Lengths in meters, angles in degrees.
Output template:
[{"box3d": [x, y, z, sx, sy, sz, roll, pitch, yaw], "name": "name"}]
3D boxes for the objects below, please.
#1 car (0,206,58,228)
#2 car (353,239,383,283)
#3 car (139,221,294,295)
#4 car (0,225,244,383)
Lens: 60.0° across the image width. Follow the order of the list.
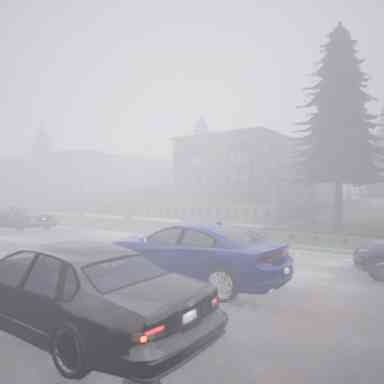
[{"box3d": [-10.218, 1.549, 19.876, 5.357, 1.411, 2.033, 0, 0, 35], "name": "car"}, {"box3d": [6.448, 1.527, 7.976, 4.674, 1.442, 1.812, 0, 0, 35], "name": "car"}, {"box3d": [-0.049, 1.478, 8.324, 5.008, 1.535, 1.882, 0, 0, 35], "name": "car"}, {"box3d": [-2.071, 1.548, 5.469, 5.357, 1.411, 2.033, 0, 0, 35], "name": "car"}]
